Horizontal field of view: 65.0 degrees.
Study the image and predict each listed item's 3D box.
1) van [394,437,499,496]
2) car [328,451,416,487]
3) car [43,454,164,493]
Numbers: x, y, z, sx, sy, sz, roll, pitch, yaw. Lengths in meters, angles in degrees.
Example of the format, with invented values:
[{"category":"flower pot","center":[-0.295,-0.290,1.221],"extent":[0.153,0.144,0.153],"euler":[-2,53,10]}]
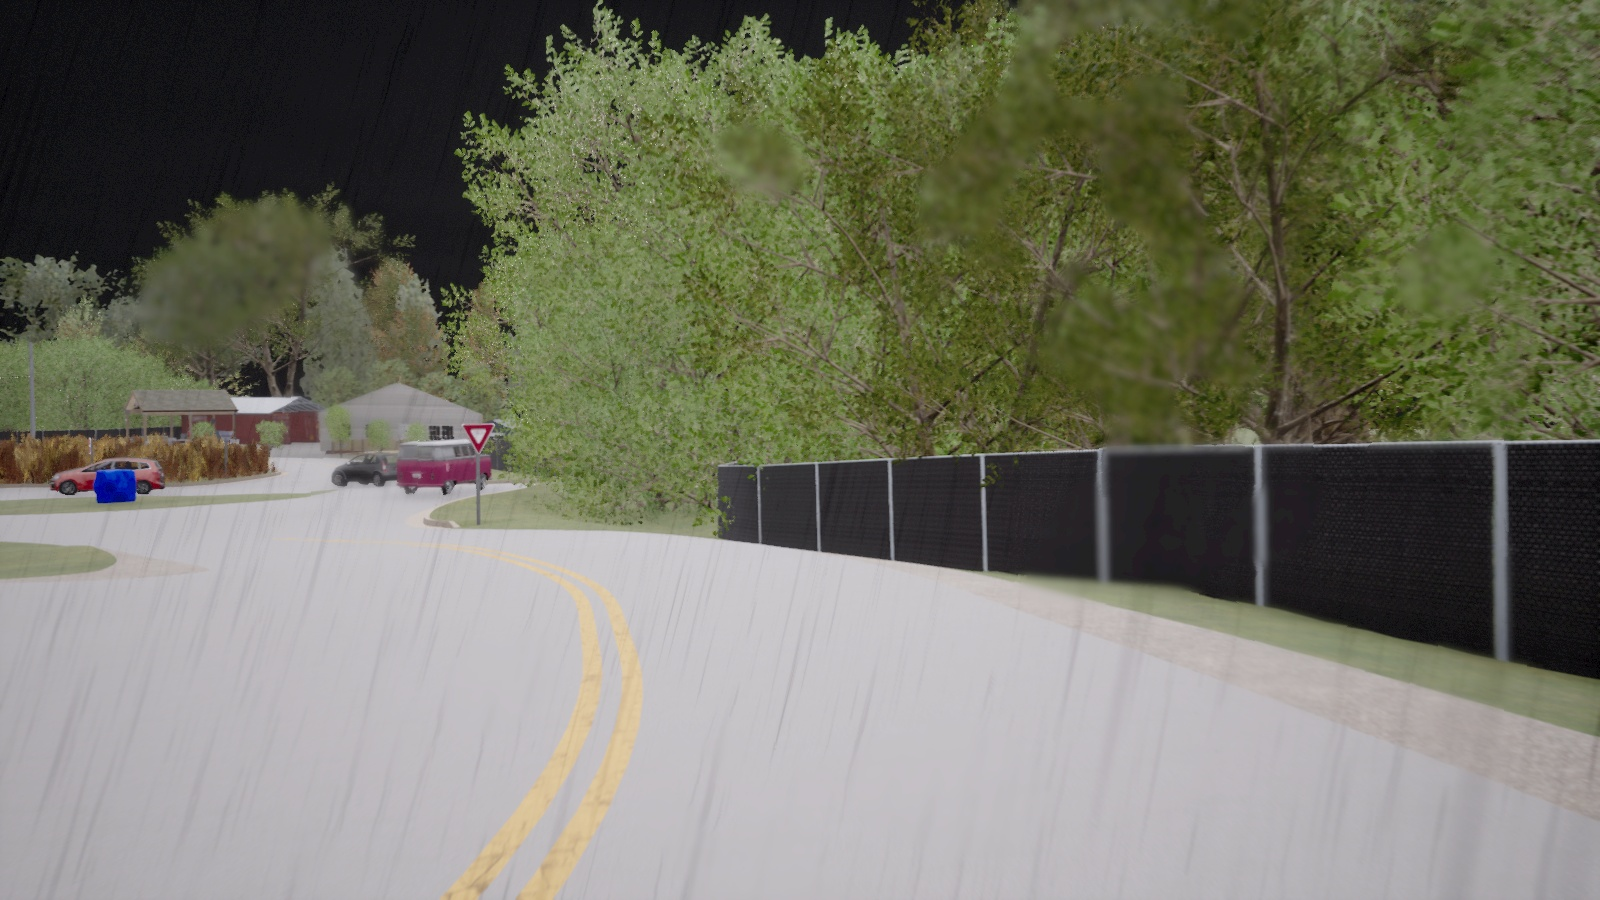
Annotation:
[{"category":"van","center":[-13.193,0.584,47.187],"extent":[1.775,1.987,4.442],"euler":[0,2,14]},{"category":"car","center":[-20.700,0.915,60.707],"extent":[3.988,1.617,1.851],"euler":[0,2,30]},{"category":"car","center":[-31.545,1.062,57.066],"extent":[4.611,1.667,2.242],"euler":[0,1,-23]}]
